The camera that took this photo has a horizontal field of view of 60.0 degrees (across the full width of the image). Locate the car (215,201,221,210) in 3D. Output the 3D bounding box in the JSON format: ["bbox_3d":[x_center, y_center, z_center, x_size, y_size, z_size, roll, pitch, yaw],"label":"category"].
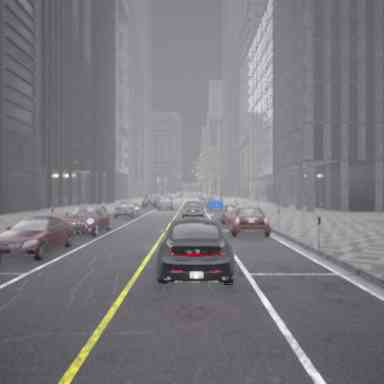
[{"bbox_3d":[2.862,1.554,23.479,1.802,1.307,4.206,0,0,0],"label":"car"}]

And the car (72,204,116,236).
[{"bbox_3d":[-5.664,1.419,17.864,1.967,1.590,4.097,0,0,0],"label":"car"}]

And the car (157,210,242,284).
[{"bbox_3d":[0.072,1.495,9.514,1.837,1.490,4.892,0,1,-1],"label":"car"}]

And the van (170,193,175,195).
[{"bbox_3d":[-5.654,1.167,79.894,1.690,1.788,3.998,0,0,0],"label":"van"}]

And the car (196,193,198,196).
[{"bbox_3d":[2.871,1.123,91.157,2.192,1.841,5.009,0,0,0],"label":"car"}]

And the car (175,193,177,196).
[{"bbox_3d":[-5.654,1.381,85.533,1.947,1.339,4.313,0,0,0],"label":"car"}]

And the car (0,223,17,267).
[{"bbox_3d":[-5.666,1.537,6.585,1.887,1.381,4.507,0,0,0],"label":"car"}]

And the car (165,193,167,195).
[{"bbox_3d":[-5.658,1.224,51.701,2.192,1.841,5.009,0,0,0],"label":"car"}]

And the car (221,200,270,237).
[{"bbox_3d":[2.861,1.419,17.838,1.967,1.590,4.097,0,0,0],"label":"car"}]

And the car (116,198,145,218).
[{"bbox_3d":[-5.663,1.514,29.142,2.008,1.369,4.403,0,0,0],"label":"car"}]

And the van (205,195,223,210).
[{"bbox_3d":[2.866,1.282,40.398,1.690,1.788,3.998,0,0,0],"label":"van"}]

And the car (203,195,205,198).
[{"bbox_3d":[2.867,1.450,46.210,1.752,1.417,4.829,0,0,0],"label":"car"}]

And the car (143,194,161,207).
[{"bbox_3d":[-5.659,1.241,46.061,2.192,1.841,5.009,0,0,0],"label":"car"}]

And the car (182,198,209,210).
[{"bbox_3d":[0.090,1.513,27.907,2.033,1.411,5.357,0,0,0],"label":"car"}]

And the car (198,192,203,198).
[{"bbox_3d":[2.870,1.278,74.239,1.967,1.590,4.097,0,0,0],"label":"car"}]

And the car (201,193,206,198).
[{"bbox_3d":[2.875,1.414,57.523,1.752,1.417,4.829,0,0,1],"label":"car"}]

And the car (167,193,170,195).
[{"bbox_3d":[-5.657,1.398,62.770,1.752,1.417,4.829,0,0,1],"label":"car"}]

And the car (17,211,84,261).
[{"bbox_3d":[-5.665,1.568,12.224,1.802,1.307,4.206,0,0,0],"label":"car"}]

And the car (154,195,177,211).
[{"bbox_3d":[-3.090,1.469,39.488,1.812,1.442,4.674,0,0,0],"label":"car"}]
